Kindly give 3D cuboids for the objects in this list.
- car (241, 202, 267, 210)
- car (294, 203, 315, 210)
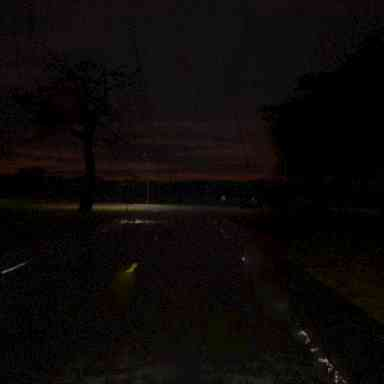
[{"bbox_3d":[11.965,2.708,64.213,5.008,1.535,1.882,2,0,0],"label":"car"},{"bbox_3d":[24.405,3.080,71.161,4.902,1.511,2.128,2,0,0],"label":"car"}]
